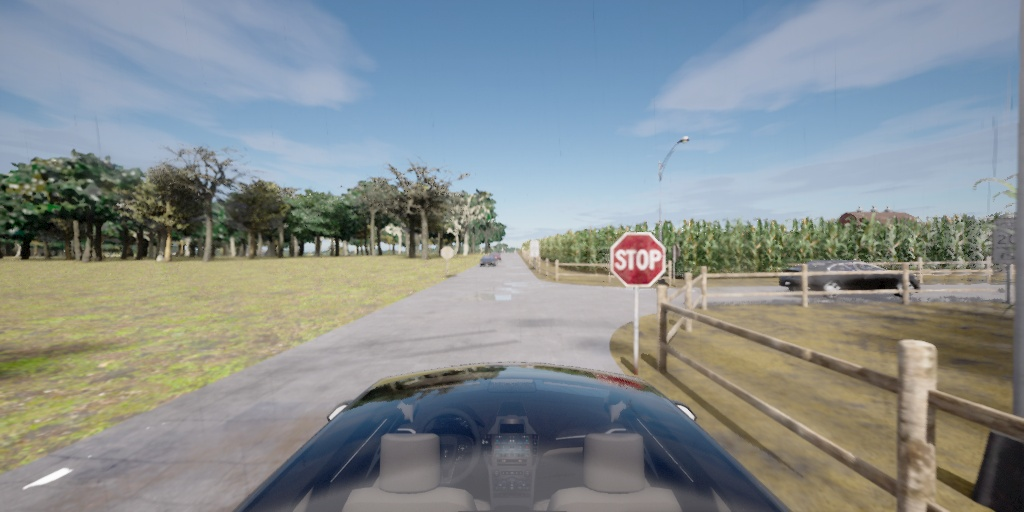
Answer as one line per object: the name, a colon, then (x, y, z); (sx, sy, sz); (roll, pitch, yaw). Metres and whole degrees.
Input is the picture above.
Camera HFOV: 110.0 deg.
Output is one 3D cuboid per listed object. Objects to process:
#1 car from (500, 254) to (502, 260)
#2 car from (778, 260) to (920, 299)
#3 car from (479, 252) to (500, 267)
car: (-2.805, 0.050, 59.750); (1.812, 1.442, 4.674); (0, 2, 0)
car: (13.870, 0.918, 14.886); (4.902, 1.511, 2.128); (-1, 0, 0)
car: (-2.849, 0.566, 43.327); (2.033, 1.411, 5.357); (0, 2, 0)
